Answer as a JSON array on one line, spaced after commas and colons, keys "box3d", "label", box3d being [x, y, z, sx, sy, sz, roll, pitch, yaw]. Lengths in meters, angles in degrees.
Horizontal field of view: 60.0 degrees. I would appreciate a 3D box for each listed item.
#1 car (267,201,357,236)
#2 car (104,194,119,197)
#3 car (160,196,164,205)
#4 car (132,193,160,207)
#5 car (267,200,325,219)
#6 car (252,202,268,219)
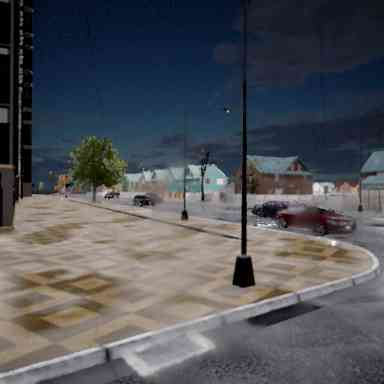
[{"box3d": [6.302, 1.364, 17.519, 1.812, 1.442, 4.674, 1, 0, -24], "label": "car"}, {"box3d": [-13.386, 0.632, 55.521, 2.128, 1.511, 4.902, 0, 0, -28], "label": "car"}, {"box3d": [-5.687, 0.912, 47.664, 2.097, 1.767, 4.553, 0, 0, -27], "label": "car"}, {"box3d": [-6.023, 1.091, 41.278, 1.837, 1.490, 4.892, 0, 0, -28], "label": "car"}, {"box3d": [8.570, 1.407, 27.860, 1.895, 1.301, 4.718, 0, 0, -28], "label": "car"}, {"box3d": [6.614, 1.352, 24.162, 2.033, 1.411, 5.357, 0, 0, -28], "label": "car"}]
